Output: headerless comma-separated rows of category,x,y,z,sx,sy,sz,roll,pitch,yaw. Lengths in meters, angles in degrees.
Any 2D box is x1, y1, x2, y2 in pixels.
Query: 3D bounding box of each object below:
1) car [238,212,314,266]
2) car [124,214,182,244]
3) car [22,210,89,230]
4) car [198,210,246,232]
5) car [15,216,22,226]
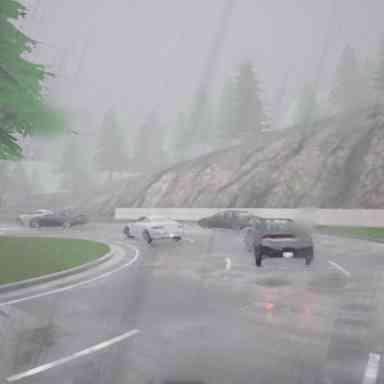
car,3.067,1.710,12.397,2.128,1.511,4.902,-1,-1,4
car,-2.184,1.948,18.369,1.812,1.442,4.674,1,-2,-30
car,-10.721,2.217,26.830,4.902,1.511,2.128,-1,-1,16
car,2.748,2.003,23.585,2.033,1.411,5.357,0,-2,-40
car,-14.383,2.404,31.493,4.674,1.442,1.812,-1,-1,16
